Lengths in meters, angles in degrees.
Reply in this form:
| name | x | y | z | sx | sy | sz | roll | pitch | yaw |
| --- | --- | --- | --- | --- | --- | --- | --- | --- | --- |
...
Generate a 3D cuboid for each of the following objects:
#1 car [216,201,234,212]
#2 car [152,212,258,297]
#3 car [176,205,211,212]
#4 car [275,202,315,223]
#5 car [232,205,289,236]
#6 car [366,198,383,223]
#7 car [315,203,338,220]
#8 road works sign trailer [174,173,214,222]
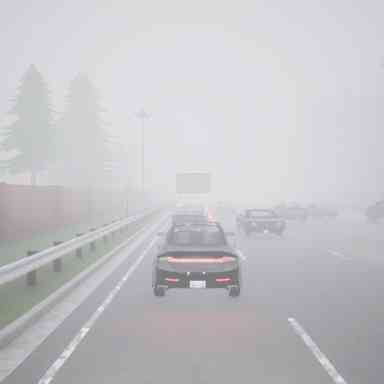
| name | x | y | z | sx | sy | sz | roll | pitch | yaw |
| --- | --- | --- | --- | --- | --- | --- | --- | --- | --- |
| car | 3.623 | 1.601 | 36.492 | 1.895 | 1.301 | 4.718 | 0 | 0 | 0 |
| car | 0.106 | 1.492 | 8.571 | 2.128 | 1.511 | 4.902 | 0 | 0 | 0 |
| car | 0.012 | 1.474 | 19.019 | 1.882 | 1.535 | 5.008 | 0 | 0 | 6 |
| car | 7.116 | 1.492 | 25.020 | 2.128 | 1.511 | 4.902 | 0 | 0 | 0 |
| car | 3.613 | 1.601 | 18.391 | 1.895 | 1.301 | 4.718 | 0 | 0 | 0 |
| car | 14.113 | 1.223 | 22.532 | 2.150 | 2.045 | 5.566 | 0 | 0 | 0 |
| car | 10.619 | 1.601 | 28.502 | 1.895 | 1.301 | 4.718 | 0 | 0 | 0 |
| road works sign trailer | 0.078 | 0.464 | 22.937 | 2.380 | 3.560 | 2.880 | 0 | 0 | -1 |
